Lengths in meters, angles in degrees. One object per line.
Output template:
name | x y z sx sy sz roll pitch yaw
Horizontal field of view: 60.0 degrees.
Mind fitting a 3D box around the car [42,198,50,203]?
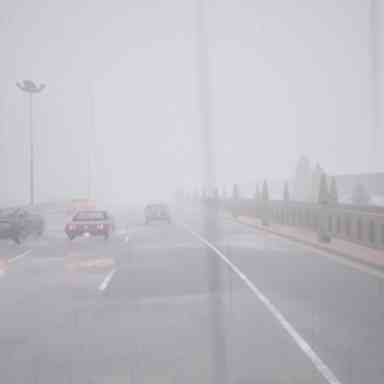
car | -26.166 1.763 61.366 2.128 1.511 4.902 0 -2 -9

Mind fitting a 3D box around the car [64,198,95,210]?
car | -11.110 1.360 33.765 2.097 1.767 4.553 0 0 -9

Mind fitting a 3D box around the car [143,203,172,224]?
car | -2.577 1.519 24.527 2.033 1.411 5.357 0 0 -9

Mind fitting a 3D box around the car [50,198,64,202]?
car | -21.771 1.635 55.747 1.994 1.385 4.181 0 -1 -8

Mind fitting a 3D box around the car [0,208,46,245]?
car | -8.344 1.506 15.477 2.128 1.511 4.902 0 0 -8

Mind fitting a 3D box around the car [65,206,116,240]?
car | -4.989 1.595 16.977 1.895 1.301 4.718 0 0 -8
